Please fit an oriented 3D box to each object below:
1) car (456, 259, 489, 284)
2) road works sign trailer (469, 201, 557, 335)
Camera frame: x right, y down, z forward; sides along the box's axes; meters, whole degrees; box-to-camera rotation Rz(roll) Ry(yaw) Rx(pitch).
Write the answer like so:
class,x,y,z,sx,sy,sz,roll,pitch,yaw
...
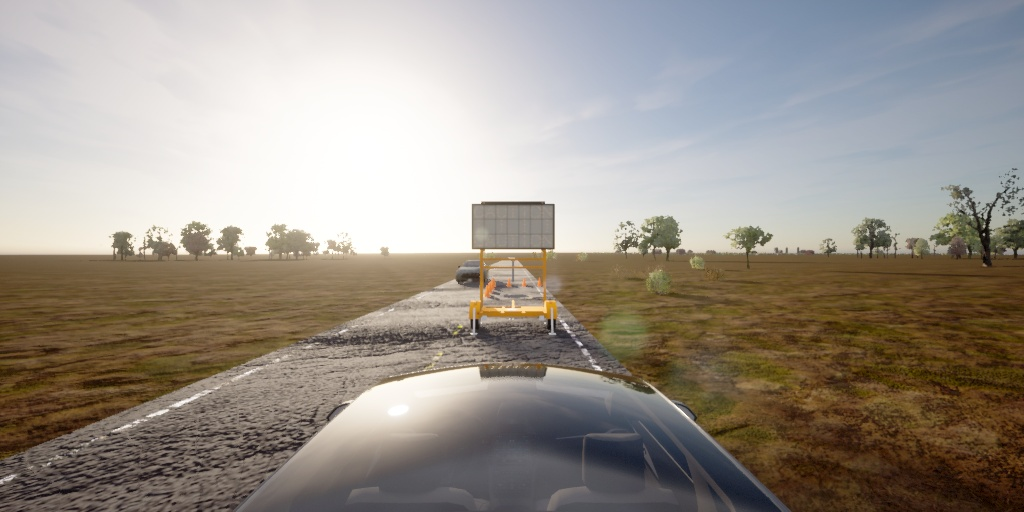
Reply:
class,x,y,z,sx,sy,sz,roll,pitch,yaw
car,-2.908,1.102,27.038,2.097,1.767,4.553,0,0,0
road works sign trailer,0.034,0.214,10.505,2.380,3.560,2.880,0,0,0
